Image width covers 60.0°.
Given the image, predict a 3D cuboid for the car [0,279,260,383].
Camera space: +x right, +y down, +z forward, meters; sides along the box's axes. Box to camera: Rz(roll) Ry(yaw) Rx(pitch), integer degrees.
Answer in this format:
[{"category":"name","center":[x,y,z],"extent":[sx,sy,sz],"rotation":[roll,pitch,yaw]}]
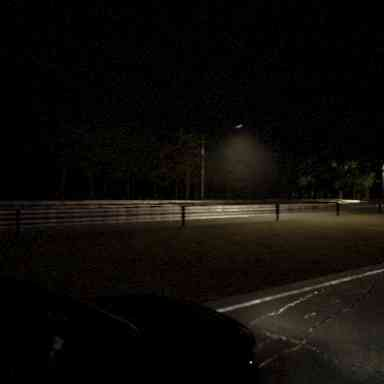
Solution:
[{"category":"car","center":[-1.626,1.475,2.554],"extent":[5.008,1.535,1.882],"rotation":[1,0,-35]}]
